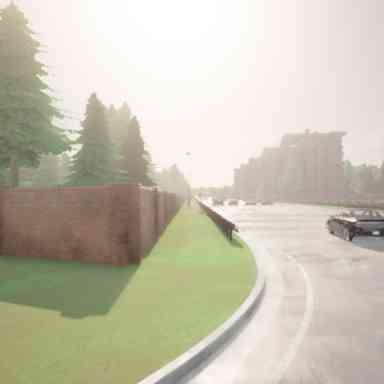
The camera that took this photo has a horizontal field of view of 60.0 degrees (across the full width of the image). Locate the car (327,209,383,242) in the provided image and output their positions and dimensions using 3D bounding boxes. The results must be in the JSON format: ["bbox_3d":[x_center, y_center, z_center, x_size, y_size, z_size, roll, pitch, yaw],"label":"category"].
[{"bbox_3d":[8.353,1.599,16.965,2.128,1.511,4.902,-1,-1,7],"label":"car"}]

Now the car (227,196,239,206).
[{"bbox_3d":[8.998,2.221,72.217,1.812,1.442,4.674,-1,-1,0],"label":"car"}]

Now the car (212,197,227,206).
[{"bbox_3d":[5.502,2.058,69.619,2.097,1.767,4.553,-1,-1,0],"label":"car"}]

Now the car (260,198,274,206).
[{"bbox_3d":[16.001,2.167,70.886,1.994,1.385,4.181,-1,-1,0],"label":"car"}]

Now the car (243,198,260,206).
[{"bbox_3d":[12.502,2.242,70.720,1.895,1.301,4.718,-1,-1,0],"label":"car"}]
